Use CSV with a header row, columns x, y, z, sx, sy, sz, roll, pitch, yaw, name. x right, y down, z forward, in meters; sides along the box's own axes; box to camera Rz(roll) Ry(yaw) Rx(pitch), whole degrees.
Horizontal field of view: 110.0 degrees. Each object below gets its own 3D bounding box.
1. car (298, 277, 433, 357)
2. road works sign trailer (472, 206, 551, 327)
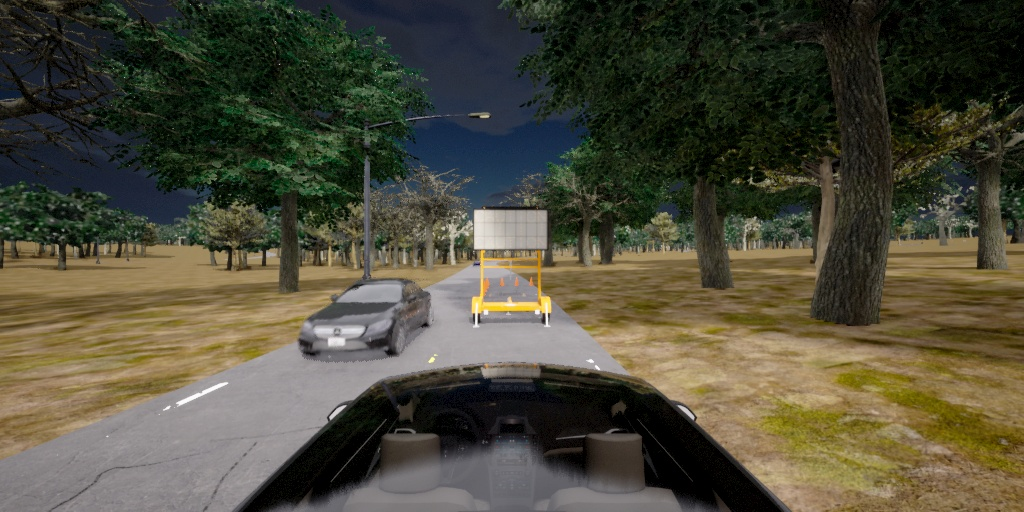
x,y,z,sx,sy,sz,roll,pitch,yaw,name
-3.165,1.281,8.731,1.812,1.442,4.674,0,0,-1,car
-0.046,0.225,11.523,2.380,3.560,2.880,0,0,-2,road works sign trailer
